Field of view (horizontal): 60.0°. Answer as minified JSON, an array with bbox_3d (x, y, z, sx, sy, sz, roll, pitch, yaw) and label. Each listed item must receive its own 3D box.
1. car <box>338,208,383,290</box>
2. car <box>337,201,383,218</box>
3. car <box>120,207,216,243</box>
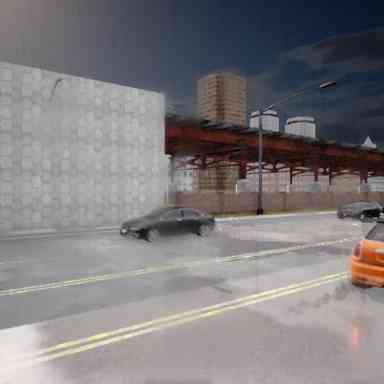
[{"bbox_3d":[5.780,1.354,7.891,4.553,1.767,2.097,0,0,-36],"label":"car"},{"bbox_3d":[13.545,1.505,26.615,4.892,1.490,1.837,0,0,-36],"label":"car"},{"bbox_3d":[-1.047,1.505,16.162,4.892,1.490,1.837,0,0,-36],"label":"car"}]
